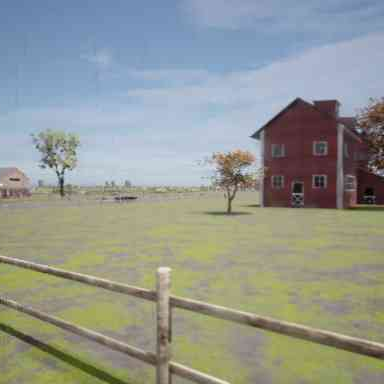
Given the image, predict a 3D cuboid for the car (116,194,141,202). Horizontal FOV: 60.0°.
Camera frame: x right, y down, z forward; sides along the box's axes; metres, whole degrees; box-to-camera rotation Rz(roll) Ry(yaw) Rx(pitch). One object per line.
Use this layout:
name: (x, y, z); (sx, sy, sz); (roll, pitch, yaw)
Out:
car: (-11.362, 1.025, 59.801); (1.895, 1.301, 4.718); (1, 2, 35)
